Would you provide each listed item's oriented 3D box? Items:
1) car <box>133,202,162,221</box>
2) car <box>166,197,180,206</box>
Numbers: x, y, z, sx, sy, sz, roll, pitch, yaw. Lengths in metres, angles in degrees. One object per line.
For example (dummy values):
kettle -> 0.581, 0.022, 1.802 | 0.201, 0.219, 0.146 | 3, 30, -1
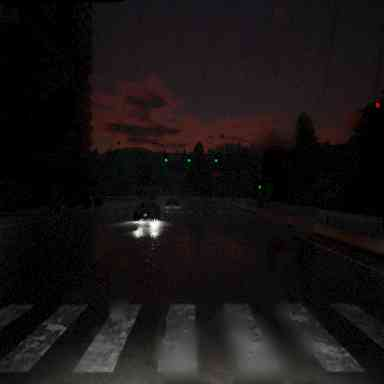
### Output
car -> -3.554, 1.550, 27.117 | 1.994, 1.385, 4.181 | 0, 0, -1
car -> -3.012, 1.513, 52.269 | 1.895, 1.301, 4.718 | 0, 0, 2
